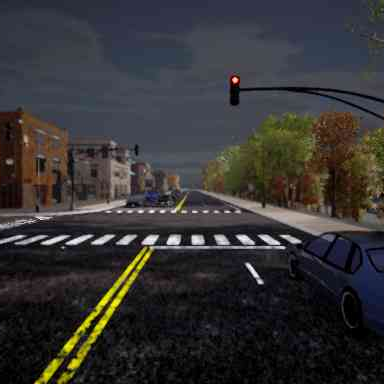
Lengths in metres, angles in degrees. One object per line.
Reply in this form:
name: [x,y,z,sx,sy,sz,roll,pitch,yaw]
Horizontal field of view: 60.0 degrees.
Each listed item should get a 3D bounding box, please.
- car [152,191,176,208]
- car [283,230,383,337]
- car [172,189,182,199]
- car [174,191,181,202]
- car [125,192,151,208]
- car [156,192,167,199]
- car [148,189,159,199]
car: [-3.311,1.038,39.841,1.837,1.490,4.892,0,1,0]
car: [3.361,1.470,6.534,2.033,1.411,5.357,0,1,0]
car: [-3.269,0.403,70.248,2.150,2.045,5.566,0,1,0]
car: [-3.311,0.922,55.070,1.994,1.385,4.181,0,1,0]
car: [-6.563,1.084,39.580,2.033,1.411,5.357,0,1,0]
car: [-6.521,0.682,71.573,1.812,1.442,4.674,0,1,0]
car: [-6.550,0.565,56.508,2.150,2.045,5.566,0,0,0]
